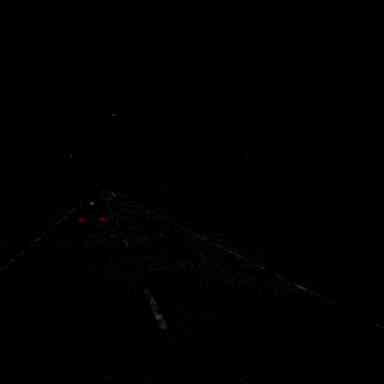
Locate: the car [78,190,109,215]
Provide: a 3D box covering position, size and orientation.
[{"bbox_3d":[-8.269,0.897,27.702,2.097,1.767,4.553,1,1,-15],"label":"car"}]

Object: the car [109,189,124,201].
[{"bbox_3d":[-12.617,0.721,56.806,1.994,1.385,4.181,1,1,-15],"label":"car"}]

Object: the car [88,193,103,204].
[{"bbox_3d":[-13.458,0.848,46.630,1.895,1.301,4.718,1,1,-15],"label":"car"}]

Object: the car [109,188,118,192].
[{"bbox_3d":[-16.840,0.145,71.866,2.150,2.045,5.566,1,1,-15],"label":"car"}]
